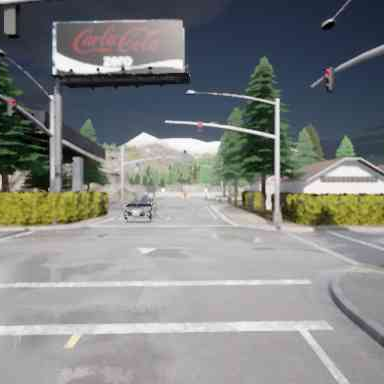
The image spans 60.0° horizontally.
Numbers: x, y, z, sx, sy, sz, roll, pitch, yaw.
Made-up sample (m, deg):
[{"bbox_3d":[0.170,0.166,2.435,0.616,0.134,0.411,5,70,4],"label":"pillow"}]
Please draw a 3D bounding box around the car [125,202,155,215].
[{"bbox_3d":[-3.499,1.063,23.242,2.128,1.511,4.902,0,1,0],"label":"car"}]
